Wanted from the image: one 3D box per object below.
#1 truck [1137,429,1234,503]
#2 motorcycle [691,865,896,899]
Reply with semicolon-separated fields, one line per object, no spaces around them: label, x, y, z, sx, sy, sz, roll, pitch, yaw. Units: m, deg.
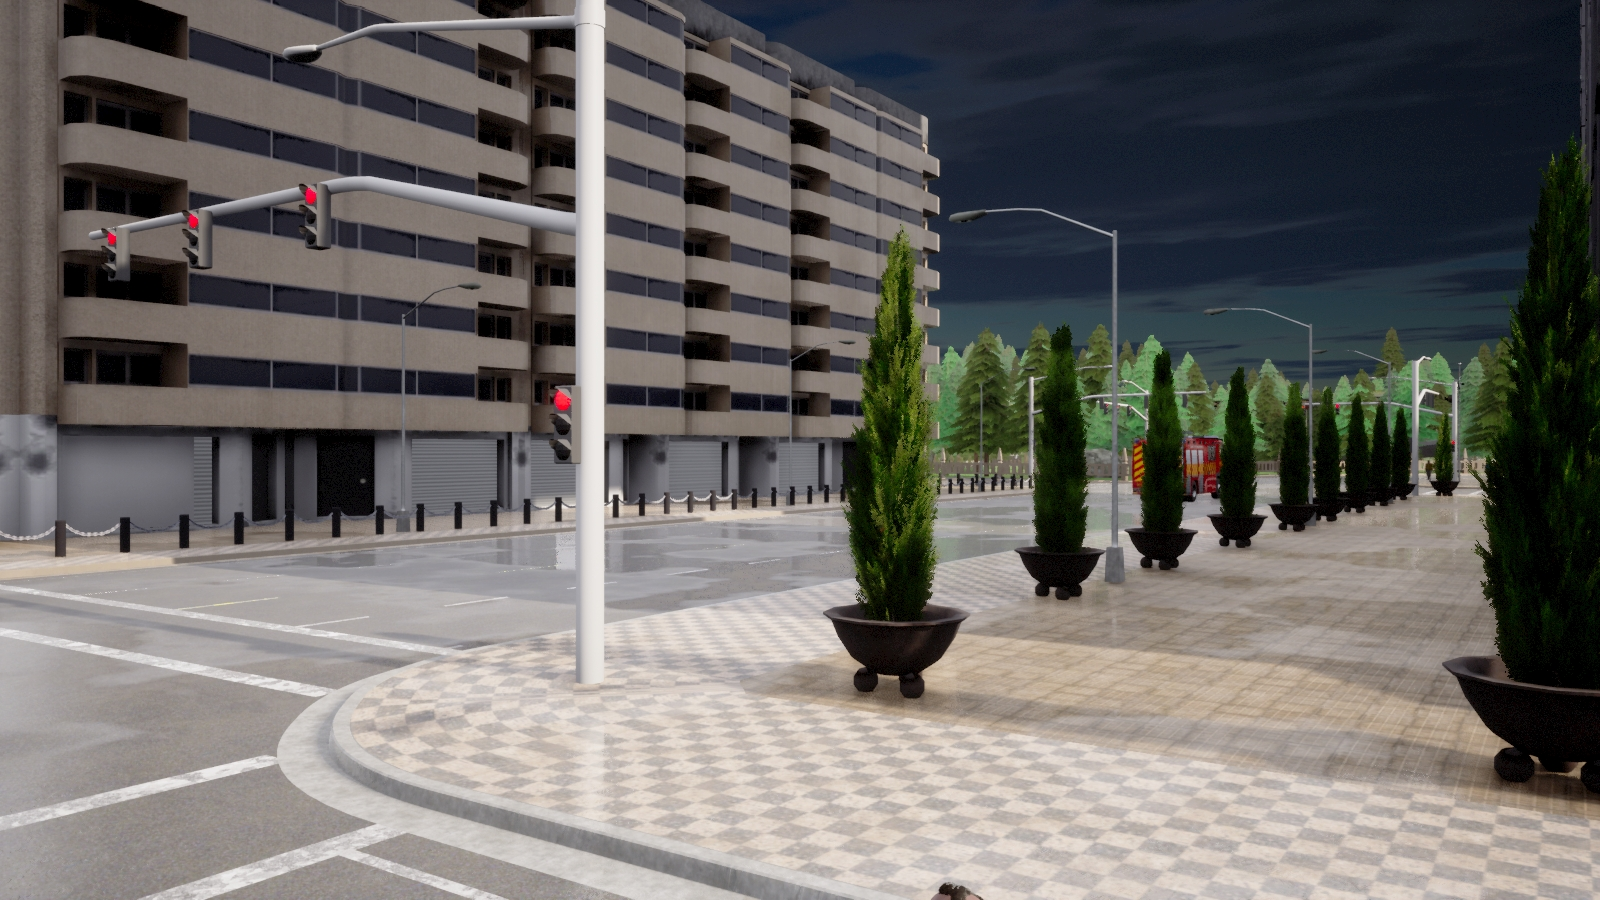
truck;21.438;0.835;63.219;2.891;3.827;8.468;0;0;34
motorcycle;0.516;2.205;3.364;2.209;1.251;0.867;0;0;34
